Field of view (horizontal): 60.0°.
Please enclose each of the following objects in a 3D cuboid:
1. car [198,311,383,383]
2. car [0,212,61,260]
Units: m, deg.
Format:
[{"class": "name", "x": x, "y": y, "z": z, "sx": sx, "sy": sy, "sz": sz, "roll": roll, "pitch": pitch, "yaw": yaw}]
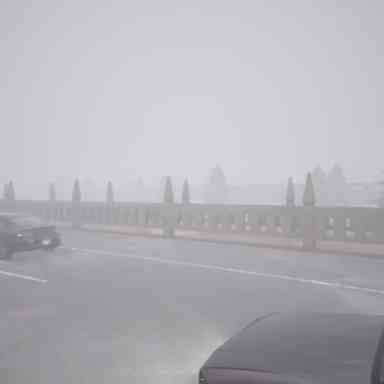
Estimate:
[{"class": "car", "x": 2.588, "y": 1.535, "z": 2.075, "sx": 5.357, "sy": 1.411, "sz": 2.033, "roll": 0, "pitch": 0, "yaw": 35}, {"class": "car", "x": -6.776, "y": 1.473, "z": 12.171, "sx": 4.674, "sy": 1.442, "sz": 1.812, "roll": 0, "pitch": 0, "yaw": 31}]
